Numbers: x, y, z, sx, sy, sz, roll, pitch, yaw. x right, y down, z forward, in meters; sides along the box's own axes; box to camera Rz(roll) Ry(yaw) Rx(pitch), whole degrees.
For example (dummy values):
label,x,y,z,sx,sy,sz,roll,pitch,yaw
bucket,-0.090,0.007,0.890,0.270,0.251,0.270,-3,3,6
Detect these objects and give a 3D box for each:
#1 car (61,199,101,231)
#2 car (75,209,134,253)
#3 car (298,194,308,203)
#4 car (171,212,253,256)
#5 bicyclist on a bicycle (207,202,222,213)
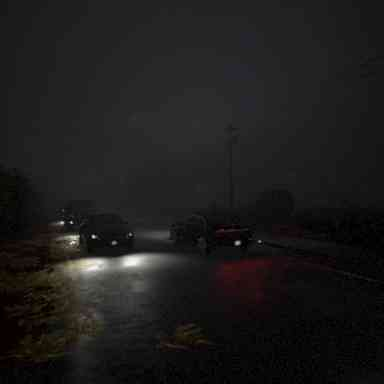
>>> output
label,x,y,z,sx,sy,sz,roll,pitch,yaw
car,-7.933,1.543,23.949,2.150,2.045,5.566,-1,-1,-24
car,-3.936,1.713,14.916,1.812,1.442,4.674,-1,-1,-24
car,25.336,1.354,75.496,1.905,1.878,3.866,5,4,23
car,0.618,1.601,13.895,2.128,1.511,4.902,-1,-1,-24
bicyclist on a bicycle,1.469,1.457,21.229,1.656,1.620,0.582,-1,0,-24
